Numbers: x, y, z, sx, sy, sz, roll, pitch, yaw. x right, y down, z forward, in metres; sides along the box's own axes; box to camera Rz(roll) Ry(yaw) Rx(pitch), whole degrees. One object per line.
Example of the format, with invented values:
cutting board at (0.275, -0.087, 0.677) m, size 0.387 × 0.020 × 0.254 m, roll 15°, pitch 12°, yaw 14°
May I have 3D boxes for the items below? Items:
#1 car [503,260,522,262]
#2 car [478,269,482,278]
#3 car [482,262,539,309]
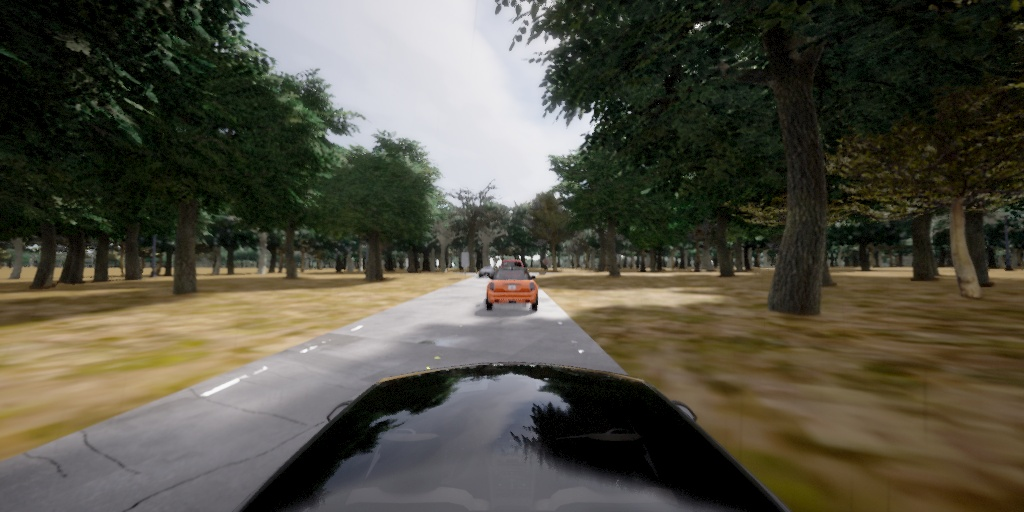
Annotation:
car at (0.013, 1.380, 30.909) m, size 2.150 × 2.045 × 5.566 m, roll 0°, pitch -1°, yaw 0°
car at (-2.986, 1.990, 44.321) m, size 1.994 × 1.385 × 4.181 m, roll 0°, pitch -1°, yaw 0°
car at (0.009, 1.270, 15.964) m, size 2.097 × 1.767 × 4.553 m, roll 0°, pitch -1°, yaw 0°
